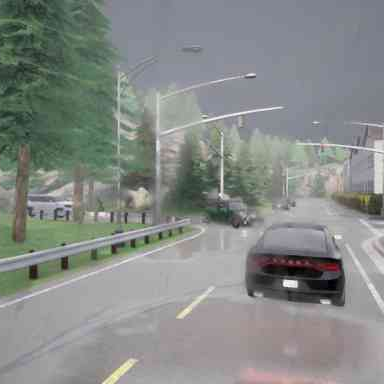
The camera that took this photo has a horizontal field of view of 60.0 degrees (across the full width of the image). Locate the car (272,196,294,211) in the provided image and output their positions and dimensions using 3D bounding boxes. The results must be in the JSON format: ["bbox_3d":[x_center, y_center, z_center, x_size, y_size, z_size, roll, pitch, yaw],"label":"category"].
[{"bbox_3d":[11.165,1.491,41.555,2.128,1.511,4.902,0,0,21],"label":"car"}]

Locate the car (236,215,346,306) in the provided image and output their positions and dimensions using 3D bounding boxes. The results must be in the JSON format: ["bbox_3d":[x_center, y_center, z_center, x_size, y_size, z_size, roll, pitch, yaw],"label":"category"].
[{"bbox_3d":[2.621,1.478,8.224,1.882,1.535,5.008,0,0,21],"label":"car"}]

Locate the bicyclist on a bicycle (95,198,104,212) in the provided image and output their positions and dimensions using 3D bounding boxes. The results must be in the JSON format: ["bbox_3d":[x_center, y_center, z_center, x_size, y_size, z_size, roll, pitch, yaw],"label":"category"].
[{"bbox_3d":[-10.205,1.417,36.637,0.582,1.620,1.656,-2,5,20],"label":"bicyclist on a bicycle"}]

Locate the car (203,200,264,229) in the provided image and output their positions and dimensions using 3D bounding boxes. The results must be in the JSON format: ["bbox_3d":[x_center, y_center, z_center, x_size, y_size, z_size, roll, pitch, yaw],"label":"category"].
[{"bbox_3d":[2.696,1.359,22.076,2.097,1.767,4.553,-1,1,-34],"label":"car"}]

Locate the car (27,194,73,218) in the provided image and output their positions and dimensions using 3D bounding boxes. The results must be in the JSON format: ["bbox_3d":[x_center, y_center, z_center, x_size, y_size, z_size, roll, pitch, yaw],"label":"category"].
[{"bbox_3d":[-12.538,1.237,29.987,5.566,2.045,2.150,0,0,20],"label":"car"}]

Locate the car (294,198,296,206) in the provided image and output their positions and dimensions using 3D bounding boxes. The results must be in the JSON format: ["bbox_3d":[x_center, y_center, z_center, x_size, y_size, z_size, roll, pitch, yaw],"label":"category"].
[{"bbox_3d":[14.616,1.352,50.718,2.097,1.767,4.553,0,0,21],"label":"car"}]
